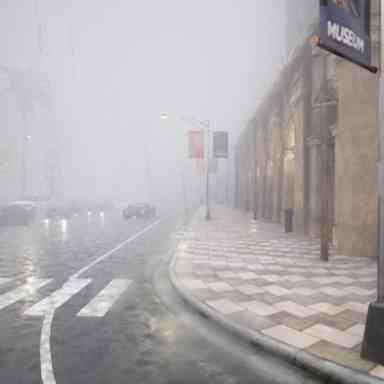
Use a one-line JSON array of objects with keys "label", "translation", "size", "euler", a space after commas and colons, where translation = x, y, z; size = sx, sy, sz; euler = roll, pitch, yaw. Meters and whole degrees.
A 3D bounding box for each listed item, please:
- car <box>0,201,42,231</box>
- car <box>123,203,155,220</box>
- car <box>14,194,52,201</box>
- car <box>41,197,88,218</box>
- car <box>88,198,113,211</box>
[{"label": "car", "translation": [-11.592, 1.521, 20.227], "size": [2.033, 1.411, 5.357], "euler": [0, 0, 2]}, {"label": "car", "translation": [-4.213, 1.577, 27.345], "size": [1.895, 1.301, 4.718], "euler": [0, 0, 2]}, {"label": "car", "translation": [-14.673, 1.184, 30.545], "size": [2.150, 2.045, 5.566], "euler": [0, 0, 3]}, {"label": "car", "translation": [-11.205, 1.491, 29.648], "size": [1.812, 1.442, 4.674], "euler": [0, 0, 3]}, {"label": "car", "translation": [-10.733, 1.483, 39.526], "size": [1.812, 1.442, 4.674], "euler": [0, 0, 3]}]
